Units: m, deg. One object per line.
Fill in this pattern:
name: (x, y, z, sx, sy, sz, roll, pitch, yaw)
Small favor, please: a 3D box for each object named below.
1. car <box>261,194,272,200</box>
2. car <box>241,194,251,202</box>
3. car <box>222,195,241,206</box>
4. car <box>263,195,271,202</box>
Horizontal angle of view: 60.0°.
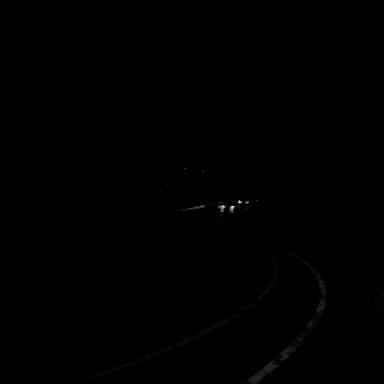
car: (17.359, 1.153, 77.446, 2.128, 1.511, 4.902, 0, 0, 17)
car: (10.998, 1.185, 68.642, 1.812, 1.442, 4.674, 0, 0, 17)
car: (6.076, 1.333, 52.855, 1.837, 1.490, 4.892, 0, 1, 17)
car: (14.304, 1.173, 67.484, 1.837, 1.490, 4.892, 0, 0, 17)
